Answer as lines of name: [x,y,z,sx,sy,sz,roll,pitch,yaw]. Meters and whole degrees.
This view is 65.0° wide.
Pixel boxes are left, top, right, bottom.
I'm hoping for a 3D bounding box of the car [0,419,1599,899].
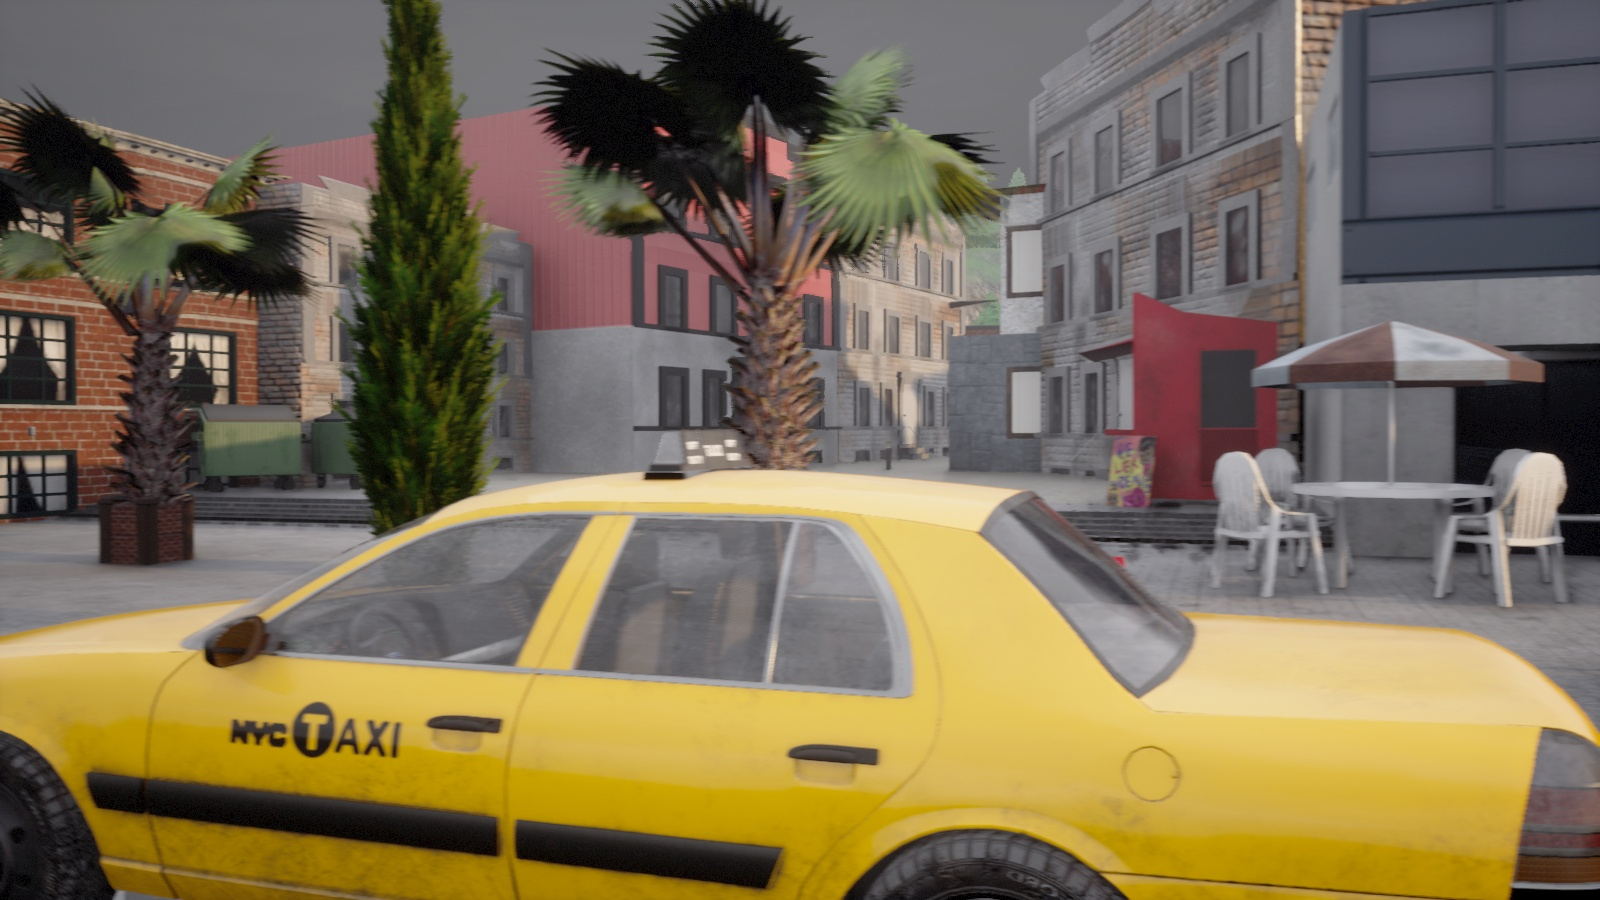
car: [-0.544,0.701,3.901,5.366,1.575,1.801,1,1,19]
